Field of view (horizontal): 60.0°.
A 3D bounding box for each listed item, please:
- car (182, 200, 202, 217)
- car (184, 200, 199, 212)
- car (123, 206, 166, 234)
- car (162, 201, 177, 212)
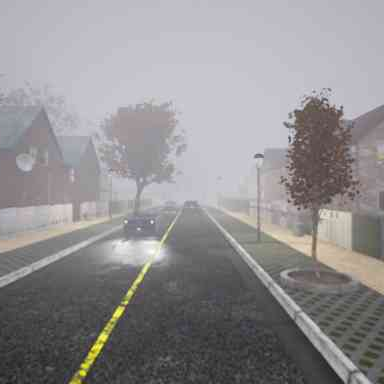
[{"bbox_3d":[-0.025,1.643,35.451,2.097,1.767,4.553,0,-1,0],"label":"car"},{"bbox_3d":[-0.070,1.907,45.395,1.837,1.490,4.892,0,-1,0],"label":"car"},{"bbox_3d":[-2.920,1.752,20.458,1.895,1.301,4.718,0,0,0],"label":"car"},{"bbox_3d":[-3.004,1.957,45.941,2.033,1.411,5.357,0,-1,0],"label":"car"}]
